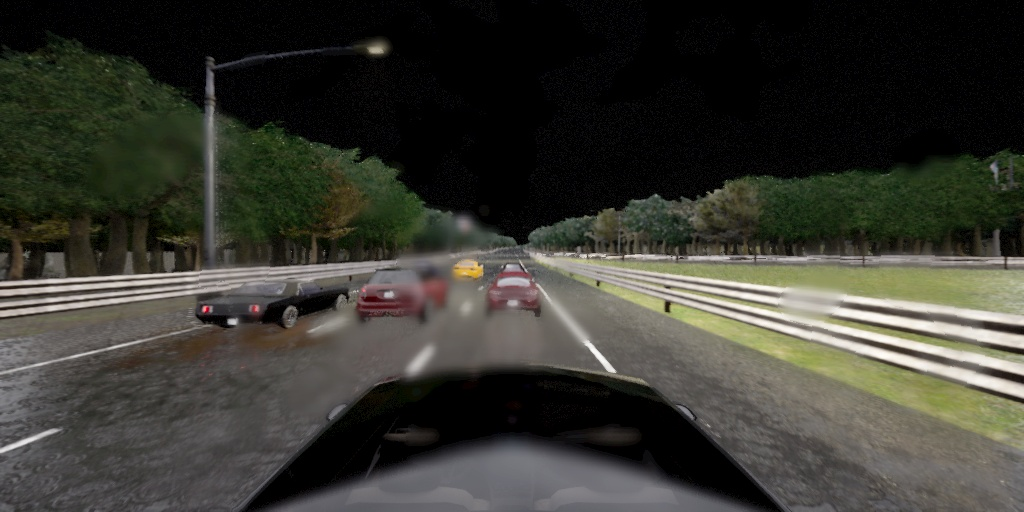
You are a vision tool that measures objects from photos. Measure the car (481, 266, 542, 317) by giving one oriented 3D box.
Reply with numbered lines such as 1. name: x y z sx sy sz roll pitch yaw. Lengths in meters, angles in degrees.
1. car: 0.074 1.282 13.122 1.812 1.442 4.674 0 0 0

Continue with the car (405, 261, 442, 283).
1. car: -6.923 1.207 28.573 1.812 1.442 4.674 0 0 0

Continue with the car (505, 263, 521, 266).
1. car: 0.072 1.248 27.916 1.994 1.385 4.181 0 0 0

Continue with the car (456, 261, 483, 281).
1. car: -3.422 1.156 28.991 1.882 1.535 5.008 0 0 0

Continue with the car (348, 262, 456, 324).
1. car: -3.431 1.110 12.224 2.097 1.767 4.553 0 0 0

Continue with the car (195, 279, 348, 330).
1. car: -6.935 1.361 11.190 1.895 1.301 4.718 0 0 1
